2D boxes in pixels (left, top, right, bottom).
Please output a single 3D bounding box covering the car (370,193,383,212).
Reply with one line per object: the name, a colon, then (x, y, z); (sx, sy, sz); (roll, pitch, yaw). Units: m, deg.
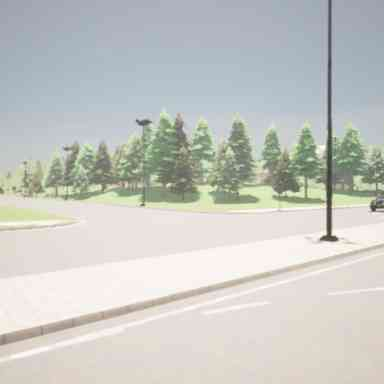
car: (21.854, 1.127, 36.767); (5.566, 2.045, 2.150); (0, 0, -37)
